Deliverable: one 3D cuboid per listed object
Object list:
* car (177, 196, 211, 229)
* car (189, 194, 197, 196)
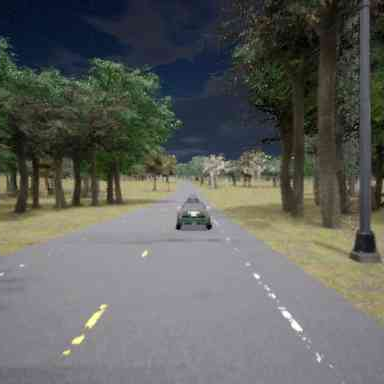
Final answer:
[{"bbox_3d":[0.109,1.371,22.023,2.097,1.767,4.553,0,0,0],"label":"car"},{"bbox_3d":[0.130,1.158,57.436,2.097,1.767,4.553,0,1,0],"label":"car"}]
